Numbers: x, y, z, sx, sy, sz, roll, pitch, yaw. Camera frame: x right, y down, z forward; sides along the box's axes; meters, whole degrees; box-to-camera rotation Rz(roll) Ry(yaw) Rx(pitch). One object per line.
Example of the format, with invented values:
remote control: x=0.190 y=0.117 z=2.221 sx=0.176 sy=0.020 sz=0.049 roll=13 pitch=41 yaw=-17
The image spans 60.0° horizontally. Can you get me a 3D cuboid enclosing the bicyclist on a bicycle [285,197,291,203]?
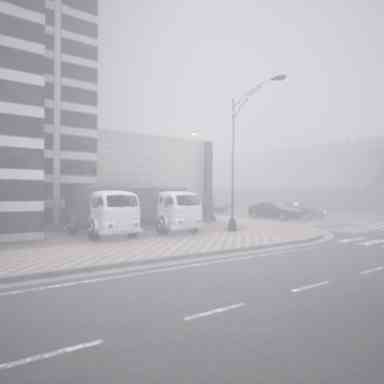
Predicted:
bicyclist on a bicycle: x=12.957 y=1.511 z=45.009 sx=1.656 sy=1.620 sz=0.582 roll=0 pitch=0 yaw=-36

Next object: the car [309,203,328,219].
car: x=9.947 y=1.622 z=30.366 sx=2.128 sy=1.511 sz=4.902 roll=1 pitch=0 yaw=-36

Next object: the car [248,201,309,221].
car: x=7.017 y=1.583 z=28.447 sx=1.882 sy=1.535 sz=5.008 roll=1 pitch=0 yaw=-36

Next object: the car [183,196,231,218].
car: x=1.537 y=1.583 z=36.080 sx=1.882 sy=1.535 sz=5.008 roll=1 pitch=0 yaw=-36
